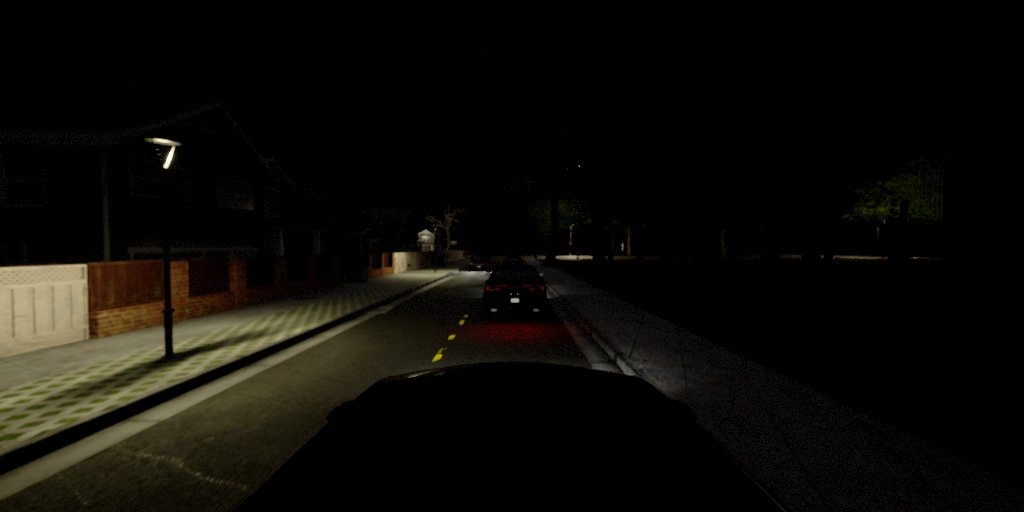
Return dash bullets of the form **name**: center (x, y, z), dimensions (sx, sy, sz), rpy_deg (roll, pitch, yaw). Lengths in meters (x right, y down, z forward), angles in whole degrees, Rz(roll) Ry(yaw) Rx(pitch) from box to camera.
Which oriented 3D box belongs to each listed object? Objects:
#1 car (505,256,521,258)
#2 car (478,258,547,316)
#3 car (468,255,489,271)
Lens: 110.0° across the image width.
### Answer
- **car**: center (0.087, 0.714, 28.969), dimensions (2.033, 1.411, 5.357), rpy_deg (0, 1, 0)
- **car**: center (0.086, 1.000, 12.250), dimensions (1.882, 1.535, 5.008), rpy_deg (0, 1, 0)
- **car**: center (-2.857, 0.601, 33.361), dimensions (1.812, 1.442, 4.674), rpy_deg (0, 1, 0)
